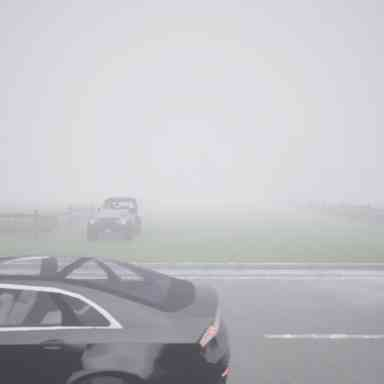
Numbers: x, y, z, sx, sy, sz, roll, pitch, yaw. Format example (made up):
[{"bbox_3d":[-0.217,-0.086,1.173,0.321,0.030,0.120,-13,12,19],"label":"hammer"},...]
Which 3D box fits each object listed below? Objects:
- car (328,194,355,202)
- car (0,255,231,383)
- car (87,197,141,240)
[{"bbox_3d":[27.390,1.210,60.824,4.605,1.855,1.932,0,0,1],"label":"car"},{"bbox_3d":[-2.054,1.490,3.564,4.902,1.511,2.128,0,0,1],"label":"car"},{"bbox_3d":[-3.572,1.213,15.899,1.905,1.878,3.866,0,0,1],"label":"car"}]
